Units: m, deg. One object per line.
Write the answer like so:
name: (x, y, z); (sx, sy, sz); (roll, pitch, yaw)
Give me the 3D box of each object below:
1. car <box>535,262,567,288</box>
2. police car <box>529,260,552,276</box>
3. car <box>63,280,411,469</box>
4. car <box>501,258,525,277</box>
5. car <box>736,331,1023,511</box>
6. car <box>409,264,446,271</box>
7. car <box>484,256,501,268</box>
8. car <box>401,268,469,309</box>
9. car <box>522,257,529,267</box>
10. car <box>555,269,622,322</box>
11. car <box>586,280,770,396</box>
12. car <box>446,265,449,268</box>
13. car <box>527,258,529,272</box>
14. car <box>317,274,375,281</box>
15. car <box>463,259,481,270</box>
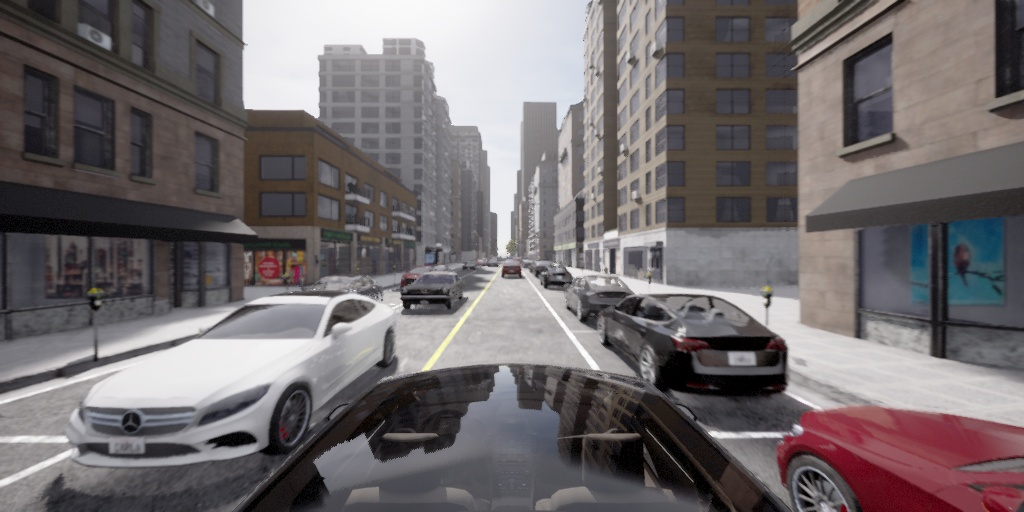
car: (2.770, 1.298, 23.095); (1.948, 1.339, 4.313); (0, 0, 0)
police car: (2.995, 1.149, 34.227); (1.930, 1.638, 5.238); (0, 0, 0)
car: (-3.114, 1.281, 5.243); (1.812, 1.442, 4.674); (0, 0, 0)
car: (-0.039, 1.208, 34.971); (1.882, 1.535, 5.008); (0, 0, 0)
car: (2.868, 1.326, 1.000); (1.802, 1.307, 4.207); (0, 0, 0)
car: (-5.756, 1.297, 23.038); (1.888, 1.381, 4.507); (0, 0, 0)
car: (-3.298, 1.195, 62.864); (1.882, 1.535, 5.008); (0, 0, 0)
car: (-3.143, 1.351, 15.060); (1.895, 1.301, 4.718); (0, 0, 0)
car: (2.622, 1.260, 56.237); (2.007, 1.370, 4.403); (0, 0, 0)
car: (2.819, 1.289, 12.048); (2.007, 1.370, 4.403); (0, 0, 0)
car: (2.843, 1.307, 6.524); (1.948, 1.339, 4.313); (0, 0, 0)
car: (-5.781, 1.330, 28.563); (1.802, 1.307, 4.207); (0, 0, 0)
car: (2.979, 1.245, 41.117); (1.812, 1.442, 4.674); (0, 0, 0)
car: (-5.706, 1.309, 11.987); (2.007, 1.370, 4.403); (0, 0, 0)
car: (-5.879, 1.299, 50.662); (1.948, 1.339, 4.313); (0, 0, 0)
